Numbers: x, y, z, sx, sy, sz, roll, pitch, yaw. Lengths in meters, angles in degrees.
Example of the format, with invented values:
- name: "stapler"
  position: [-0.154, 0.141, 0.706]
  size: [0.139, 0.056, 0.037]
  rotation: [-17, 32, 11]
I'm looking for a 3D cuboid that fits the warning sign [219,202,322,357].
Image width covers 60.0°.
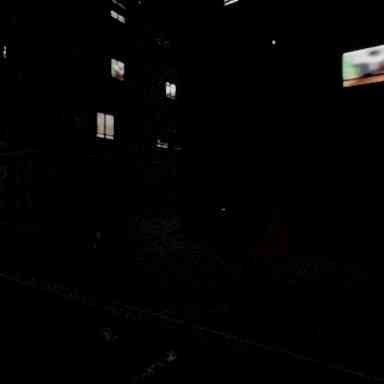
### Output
- name: "warning sign"
  position: [1.197, 1.104, 4.940]
  size: [1.060, 1.860, 1.300]
  rotation: [1, 0, 35]
